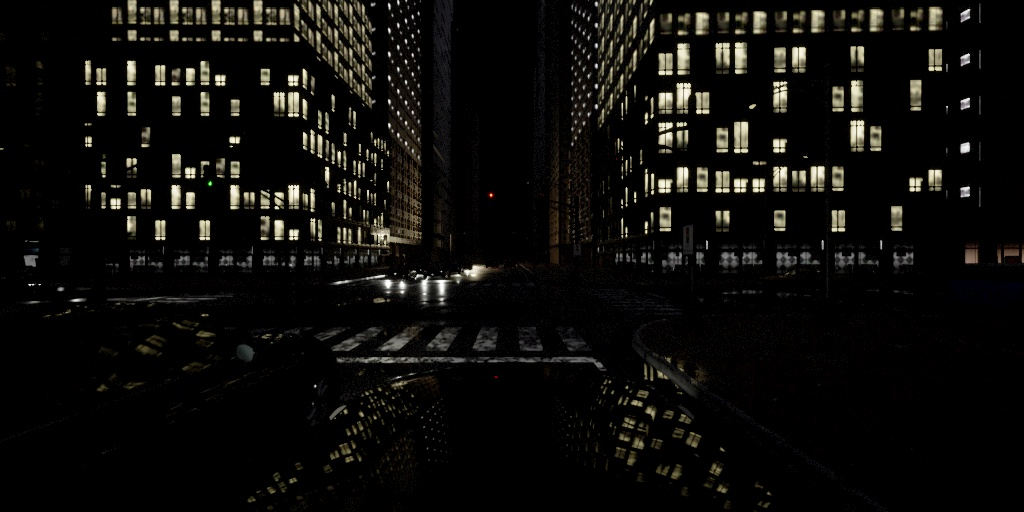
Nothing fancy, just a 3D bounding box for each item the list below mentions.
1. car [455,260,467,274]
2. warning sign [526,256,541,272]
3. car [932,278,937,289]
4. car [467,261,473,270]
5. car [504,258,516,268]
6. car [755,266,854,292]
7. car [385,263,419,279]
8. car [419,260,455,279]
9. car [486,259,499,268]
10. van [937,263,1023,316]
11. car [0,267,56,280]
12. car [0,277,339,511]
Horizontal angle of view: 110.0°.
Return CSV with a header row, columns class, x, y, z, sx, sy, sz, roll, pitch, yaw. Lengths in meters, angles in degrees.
class,x,y,z,sx,sy,sz,roll,pitch,yaw
car,-6.866,1.291,42.830,1.882,1.535,5.008,0,0,0
warning sign,2.596,0.923,40.838,1.300,1.860,1.060,0,0,0
car,26.801,1.363,20.524,4.207,1.307,1.802,0,0,2
car,-6.919,1.407,52.808,1.994,1.385,4.181,0,0,0
car,-0.404,1.448,63.833,1.994,1.385,4.181,0,0,0
car,16.964,1.300,20.944,4.829,1.417,1.751,0,0,2
car,-10.052,1.354,32.800,1.994,1.385,4.181,0,0,0
car,-6.801,1.316,32.956,1.812,1.442,4.674,0,0,0
car,-3.548,1.235,63.653,2.097,1.767,4.553,0,0,-1
van,18.288,1.123,12.781,3.998,1.789,1.690,0,0,2
car,-23.089,1.255,16.390,4.902,1.511,2.128,0,0,0
car,-3.155,1.102,2.562,2.097,1.767,4.553,0,0,0
